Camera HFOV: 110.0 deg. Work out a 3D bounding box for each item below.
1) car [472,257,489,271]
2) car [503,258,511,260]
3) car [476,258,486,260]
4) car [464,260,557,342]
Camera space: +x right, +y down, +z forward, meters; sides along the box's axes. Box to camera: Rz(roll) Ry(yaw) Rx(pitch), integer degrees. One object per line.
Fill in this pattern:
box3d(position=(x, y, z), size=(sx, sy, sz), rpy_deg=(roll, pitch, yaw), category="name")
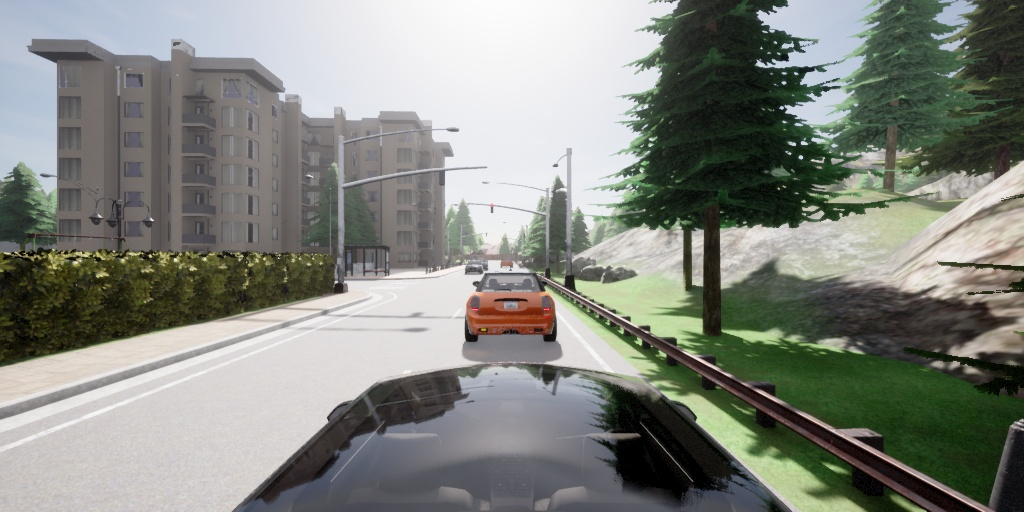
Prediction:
box3d(position=(-4.430, 1.102, 50.647), size=(2.097, 1.767, 4.553), rpy_deg=(0, 0, -2), category="car")
box3d(position=(-0.904, 1.102, 61.205), size=(2.097, 1.767, 4.553), rpy_deg=(0, 0, -1), category="car")
box3d(position=(-4.250, 1.255, 40.735), size=(1.837, 1.490, 4.892), rpy_deg=(0, 0, -1), category="car")
box3d(position=(-0.049, 1.102, 9.948), size=(2.097, 1.767, 4.553), rpy_deg=(0, 0, -1), category="car")
